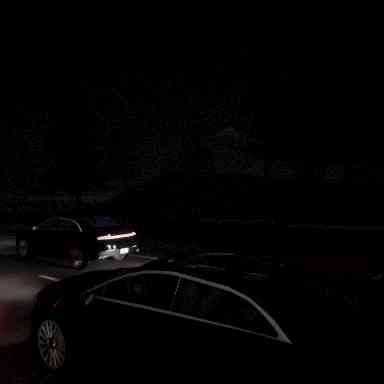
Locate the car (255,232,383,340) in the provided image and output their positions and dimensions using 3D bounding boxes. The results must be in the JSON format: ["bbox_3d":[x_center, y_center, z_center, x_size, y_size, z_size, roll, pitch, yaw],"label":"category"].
[{"bbox_3d":[3.656,1.601,5.683,4.718,1.301,1.895,0,0,36],"label":"car"}]

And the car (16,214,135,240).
[{"bbox_3d":[-3.925,1.478,11.001,4.902,1.511,2.128,0,0,36],"label":"car"}]

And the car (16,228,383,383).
[{"bbox_3d":[-0.021,1.490,4.002,4.902,1.511,2.128,0,0,35],"label":"car"}]
